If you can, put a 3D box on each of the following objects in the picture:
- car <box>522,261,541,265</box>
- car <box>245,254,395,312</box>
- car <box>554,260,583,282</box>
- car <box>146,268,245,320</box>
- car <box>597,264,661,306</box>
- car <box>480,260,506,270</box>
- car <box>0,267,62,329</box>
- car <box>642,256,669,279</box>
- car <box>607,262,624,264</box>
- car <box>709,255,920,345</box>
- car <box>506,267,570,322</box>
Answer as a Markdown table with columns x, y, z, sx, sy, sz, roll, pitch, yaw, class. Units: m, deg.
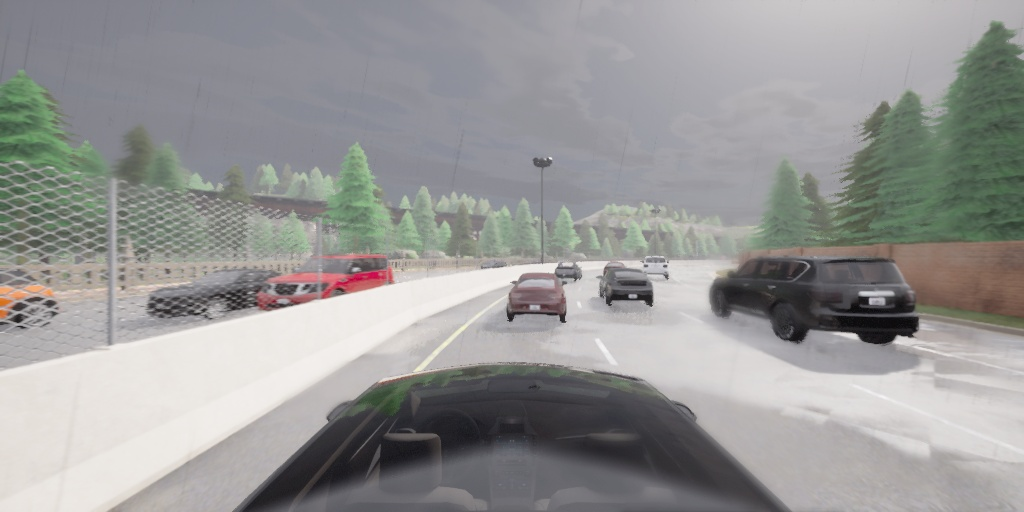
| x | y | z | sx | sy | sz | roll | pitch | yaw | class |
| --- | --- | --- | --- | --- | --- | --- | --- | --- | --- |
| 3.270 | 1.377 | 53.130 | 1.895 | 1.301 | 4.718 | 0 | 0 | 29 | car |
| -6.274 | 0.946 | 13.047 | 2.150 | 2.045 | 5.566 | 0 | 0 | 7 | car |
| 4.724 | 1.269 | 29.834 | 2.128 | 1.511 | 4.902 | 0 | 0 | 17 | car |
| -9.779 | 1.187 | 12.756 | 1.882 | 1.535 | 5.008 | 0 | 0 | 7 | car |
| 4.974 | 1.280 | 15.999 | 1.837 | 1.490 | 4.892 | 0 | 0 | 9 | car |
| -2.565 | 1.242 | 49.473 | 2.128 | 1.511 | 4.902 | 0 | 0 | 26 | car |
| -13.687 | 1.043 | 7.961 | 2.097 | 1.767 | 4.553 | 0 | 0 | 4 | car |
| 13.445 | 1.038 | 33.591 | 2.150 | 2.045 | 5.566 | 0 | 0 | 22 | car |
| 9.715 | 1.278 | 33.555 | 1.882 | 1.535 | 5.008 | 0 | 0 | 20 | car |
| 7.619 | 1.007 | 9.903 | 2.150 | 2.045 | 5.566 | 0 | 0 | 5 | car |
| 0.915 | 1.282 | 12.343 | 1.812 | 1.442 | 4.674 | 0 | 0 | 7 | car |
